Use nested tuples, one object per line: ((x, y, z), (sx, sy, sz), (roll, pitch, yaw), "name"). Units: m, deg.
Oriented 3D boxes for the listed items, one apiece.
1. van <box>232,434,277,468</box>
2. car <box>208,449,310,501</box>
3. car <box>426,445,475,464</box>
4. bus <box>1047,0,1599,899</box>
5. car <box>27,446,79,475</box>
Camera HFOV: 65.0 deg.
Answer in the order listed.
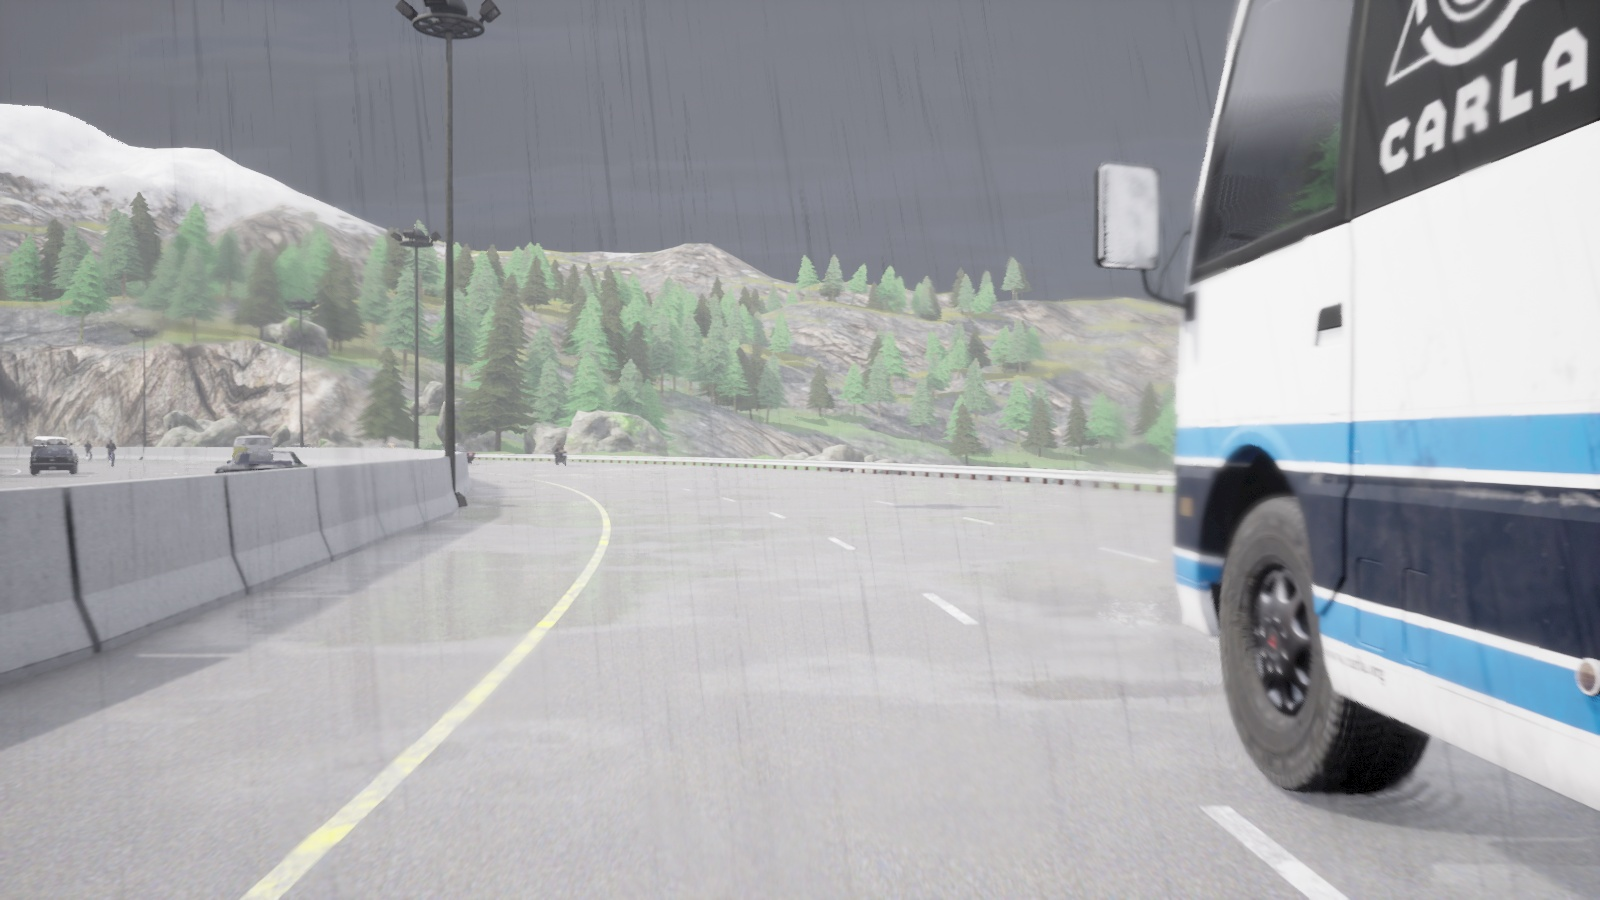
((-33.379, 0.043, 76.821), (1.775, 1.987, 4.442), (0, 0, -33), "van")
((-14.900, 0.640, 34.817), (1.895, 1.301, 4.718), (0, 0, -14), "car")
((-24.896, 0.326, 89.314), (1.895, 1.301, 4.718), (0, 0, -35), "car")
((3.543, -0.642, 2.525), (3.944, 4.253, 10.273), (1, 0, 0), "bus")
((-36.065, 0.480, 60.731), (1.895, 1.301, 4.718), (0, 0, -28), "car")
